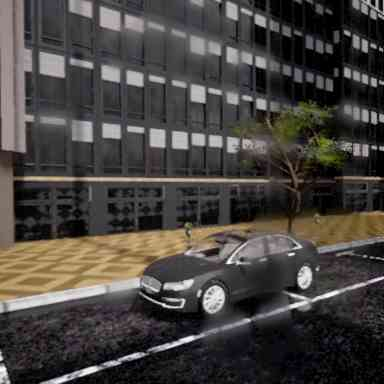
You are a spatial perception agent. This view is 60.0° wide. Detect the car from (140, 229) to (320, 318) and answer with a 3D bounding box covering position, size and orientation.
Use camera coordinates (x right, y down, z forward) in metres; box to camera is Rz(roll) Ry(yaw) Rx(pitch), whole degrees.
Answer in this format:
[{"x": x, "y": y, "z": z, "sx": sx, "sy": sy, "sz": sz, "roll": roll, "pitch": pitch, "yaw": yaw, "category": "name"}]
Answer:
[{"x": 1.004, "y": 1.535, "z": 7.272, "sx": 4.403, "sy": 1.369, "sz": 2.008, "roll": 0, "pitch": 0, "yaw": -35, "category": "car"}]
